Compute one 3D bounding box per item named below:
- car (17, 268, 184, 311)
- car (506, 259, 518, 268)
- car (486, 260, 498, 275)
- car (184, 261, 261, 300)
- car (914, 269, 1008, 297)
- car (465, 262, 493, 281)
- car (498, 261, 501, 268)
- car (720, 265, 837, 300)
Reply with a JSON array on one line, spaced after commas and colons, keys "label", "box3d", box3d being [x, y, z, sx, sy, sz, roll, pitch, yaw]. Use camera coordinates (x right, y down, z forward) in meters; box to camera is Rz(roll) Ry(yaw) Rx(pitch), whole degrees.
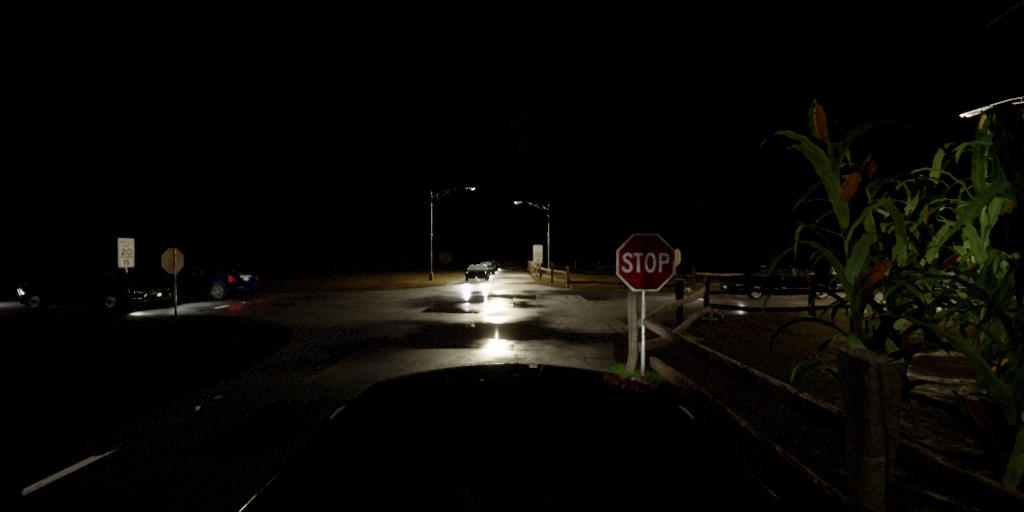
[{"label": "car", "box3d": [-16.567, 1.319, 14.376, 4.892, 1.490, 1.837, 0, 1, 0]}, {"label": "car", "box3d": [0.023, 1.353, 61.633, 2.033, 1.411, 5.357, 0, 0, -1]}, {"label": "car", "box3d": [-2.892, 1.353, 39.862, 1.994, 1.385, 4.181, 0, 0, 0]}, {"label": "car", "box3d": [-14.899, 1.124, 17.287, 4.553, 1.767, 2.097, 0, 1, 2]}, {"label": "car", "box3d": [22.726, 1.283, 17.413, 5.357, 1.411, 2.033, 0, 1, 0]}, {"label": "car", "box3d": [-2.841, 1.382, 30.054, 1.895, 1.301, 4.718, 0, 0, -2]}, {"label": "car", "box3d": [-2.900, 1.288, 49.817, 2.128, 1.511, 4.902, 0, 0, 0]}, {"label": "car", "box3d": [12.756, 1.223, 17.342, 5.008, 1.535, 1.882, 0, 1, -2]}]
